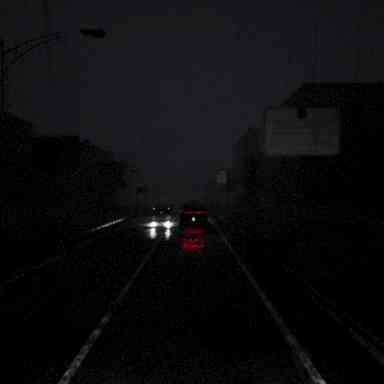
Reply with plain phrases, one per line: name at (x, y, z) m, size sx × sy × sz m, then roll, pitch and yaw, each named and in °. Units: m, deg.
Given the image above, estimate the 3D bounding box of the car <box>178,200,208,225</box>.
car at (0.097, 1.486, 23.716) m, size 1.837 × 1.490 × 4.892 m, roll 0°, pitch 0°, yaw 0°

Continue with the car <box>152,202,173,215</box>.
car at (-3.014, 1.703, 34.910) m, size 1.895 × 1.301 × 4.718 m, roll -1°, pitch 0°, yaw 0°

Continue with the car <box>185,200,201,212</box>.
car at (0.096, 1.745, 42.059) m, size 1.994 × 1.385 × 4.181 m, roll 0°, pitch -1°, yaw 0°
